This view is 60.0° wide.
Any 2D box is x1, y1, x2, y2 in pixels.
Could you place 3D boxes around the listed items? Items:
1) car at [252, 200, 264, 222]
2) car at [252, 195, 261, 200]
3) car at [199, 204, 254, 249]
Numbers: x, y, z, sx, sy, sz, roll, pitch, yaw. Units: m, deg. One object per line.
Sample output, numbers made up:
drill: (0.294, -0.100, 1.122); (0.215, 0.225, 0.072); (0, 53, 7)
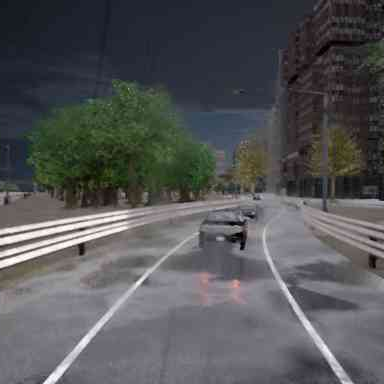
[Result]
car: (4.725, 1.617, 27.015); (1.895, 1.301, 4.718); (0, 0, 19)
car: (16.327, 1.490, 84.951); (1.812, 1.442, 4.674); (0, 0, 0)
car: (1.496, 1.498, 14.586); (2.128, 1.511, 4.902); (0, 0, 11)
